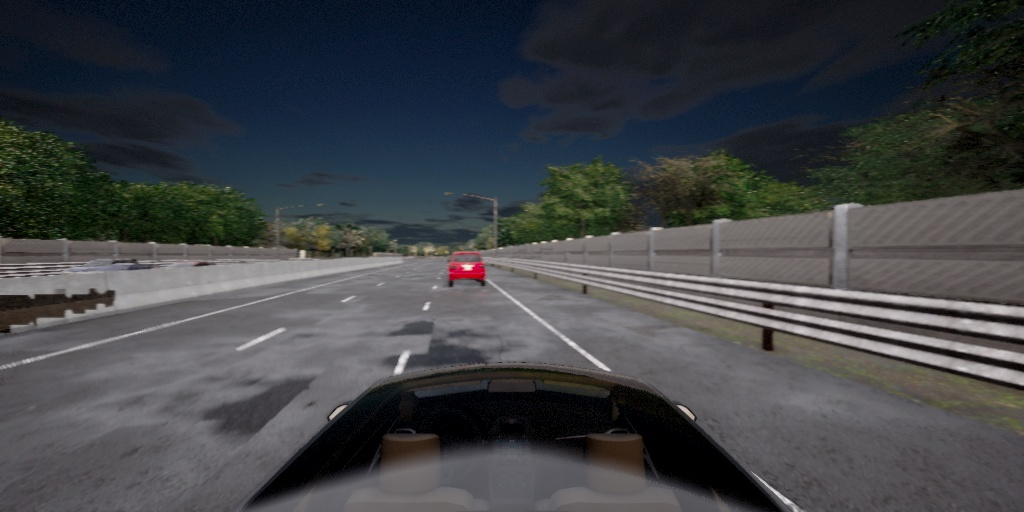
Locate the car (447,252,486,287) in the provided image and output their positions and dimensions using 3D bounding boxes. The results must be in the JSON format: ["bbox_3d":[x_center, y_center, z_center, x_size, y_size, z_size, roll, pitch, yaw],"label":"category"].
[{"bbox_3d":[-2.882,0.753,22.559,2.150,2.045,5.566,0,1,-9],"label":"car"}]

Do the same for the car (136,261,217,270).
[{"bbox_3d":[-20.903,1.082,23.169,1.882,1.535,5.008,0,0,-9],"label":"car"}]

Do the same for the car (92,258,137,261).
[{"bbox_3d":[-28.328,0.974,25.050,2.097,1.767,4.553,0,0,-9],"label":"car"}]

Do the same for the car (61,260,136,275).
[{"bbox_3d":[-24.357,1.173,22.593,2.033,1.411,5.357,0,1,-9],"label":"car"}]
